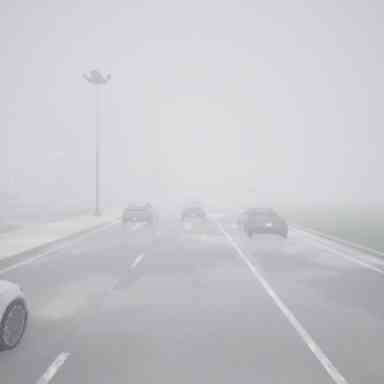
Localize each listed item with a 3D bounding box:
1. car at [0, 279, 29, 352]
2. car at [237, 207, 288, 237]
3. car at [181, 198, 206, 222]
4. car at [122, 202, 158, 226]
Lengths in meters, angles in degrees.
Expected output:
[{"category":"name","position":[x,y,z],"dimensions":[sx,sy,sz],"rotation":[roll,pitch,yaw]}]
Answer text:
[{"category":"car","position":[-3.397,1.511,3.163],"dimensions":[1.812,1.442,4.674],"rotation":[0,0,0]},{"category":"car","position":[3.602,1.488,17.554],"dimensions":[1.994,1.385,4.181],"rotation":[0,0,0]},{"category":"car","position":[0.096,1.416,25.424],"dimensions":[1.812,1.442,4.674],"rotation":[0,0,0]},{"category":"car","position":[-3.397,1.395,22.314],"dimensions":[2.128,1.511,4.902],"rotation":[0,0,0]}]
